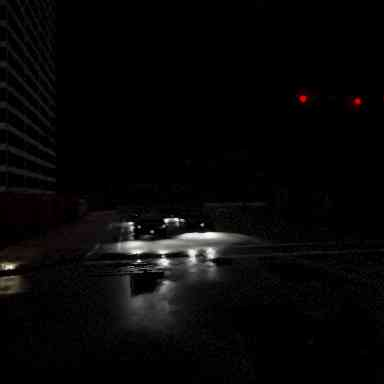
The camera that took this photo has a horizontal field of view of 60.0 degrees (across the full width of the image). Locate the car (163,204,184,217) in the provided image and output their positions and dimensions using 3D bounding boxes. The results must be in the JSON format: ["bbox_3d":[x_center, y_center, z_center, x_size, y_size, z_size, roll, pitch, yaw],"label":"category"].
[{"bbox_3d":[-2.651,2.331,39.772,2.033,1.411,5.357,-1,-1,-10],"label":"car"}]

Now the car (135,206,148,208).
[{"bbox_3d":[-5.305,2.228,34.781,1.837,1.490,4.892,-1,-1,-10],"label":"car"}]

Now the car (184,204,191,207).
[{"bbox_3d":[-1.062,2.535,50.868,1.994,1.385,4.181,-1,-1,-10],"label":"car"}]

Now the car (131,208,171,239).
[{"bbox_3d":[-2.647,1.951,20.549,1.812,1.442,4.674,-1,-1,-11],"label":"car"}]

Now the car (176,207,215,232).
[{"bbox_3d":[0.309,2.010,23.681,1.994,1.385,4.181,-1,-1,-11],"label":"car"}]
